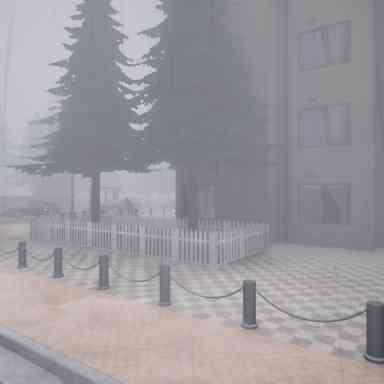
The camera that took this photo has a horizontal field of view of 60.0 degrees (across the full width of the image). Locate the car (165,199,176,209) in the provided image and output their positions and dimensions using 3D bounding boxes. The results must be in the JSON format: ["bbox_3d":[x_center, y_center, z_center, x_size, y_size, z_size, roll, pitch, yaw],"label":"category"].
[{"bbox_3d":[-1.612,1.510,45.076,1.812,1.442,4.674,0,0,37],"label":"car"}]

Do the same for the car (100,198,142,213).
[{"bbox_3d":[-7.825,1.462,36.946,1.882,1.535,5.008,0,0,37],"label":"car"}]

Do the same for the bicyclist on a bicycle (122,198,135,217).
[{"bbox_3d":[-5.345,1.285,27.851,1.656,1.620,0.582,0,0,37],"label":"bicyclist on a bicycle"}]

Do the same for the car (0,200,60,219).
[{"bbox_3d":[-13.951,1.476,28.893,2.128,1.511,4.902,0,0,37],"label":"car"}]
